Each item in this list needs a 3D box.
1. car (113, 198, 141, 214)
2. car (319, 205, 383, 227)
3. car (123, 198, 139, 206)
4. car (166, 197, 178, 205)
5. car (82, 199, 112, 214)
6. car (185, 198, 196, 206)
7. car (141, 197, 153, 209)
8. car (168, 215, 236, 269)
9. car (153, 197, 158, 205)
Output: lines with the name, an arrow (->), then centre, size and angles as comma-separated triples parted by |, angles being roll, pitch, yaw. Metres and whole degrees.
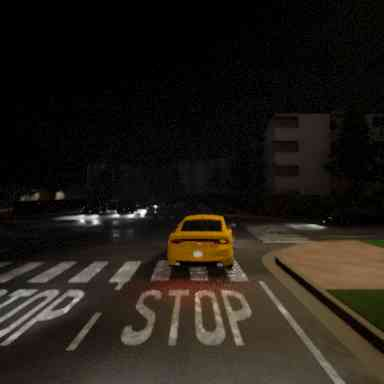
car -> -7.216, 1.647, 37.390 | 1.837, 1.490, 4.892 | 0, 0, -2
car -> 11.623, 1.616, 22.623 | 5.357, 1.411, 2.033 | 0, 0, 0
car -> -10.902, 1.790, 59.816 | 1.994, 1.385, 4.181 | 0, 0, 0
car -> -3.856, 1.732, 63.717 | 2.128, 1.511, 4.902 | 0, 0, -1
car -> -10.758, 1.742, 37.328 | 1.895, 1.301, 4.718 | 0, 0, 0
car -> -0.257, 1.768, 58.339 | 2.033, 1.411, 5.357 | 0, 0, -1
car -> -7.353, 1.675, 48.416 | 2.128, 1.511, 4.902 | 0, 0, 0
car -> 0.467, 1.521, 11.376 | 1.882, 1.535, 5.008 | 0, 0, 7
car -> -7.454, 1.764, 62.913 | 1.812, 1.442, 4.674 | 0, 0, 0
